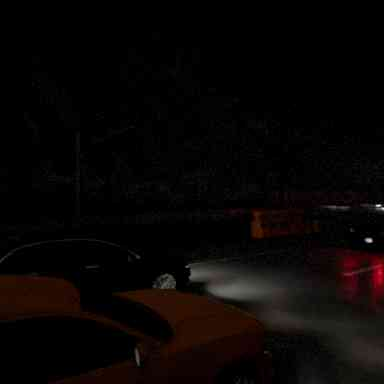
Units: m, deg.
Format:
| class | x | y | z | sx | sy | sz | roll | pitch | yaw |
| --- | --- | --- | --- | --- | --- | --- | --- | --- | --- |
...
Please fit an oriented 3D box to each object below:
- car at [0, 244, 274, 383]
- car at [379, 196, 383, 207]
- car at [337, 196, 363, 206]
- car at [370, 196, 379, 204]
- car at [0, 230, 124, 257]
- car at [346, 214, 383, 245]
| class | x | y | z | sx | sy | sz | roll | pitch | yaw |
| --- | --- | --- | --- | --- | --- | --- | --- | --- | --- |
| car | -1.448 | 1.479 | 2.729 | 5.008 | 1.535 | 1.882 | 0 | 0 | -36 |
| car | 28.300 | 1.504 | 46.100 | 4.181 | 1.385 | 1.994 | 0 | 0 | -36 |
| car | 24.823 | 1.417 | 52.208 | 5.008 | 1.535 | 1.882 | 0 | 0 | -35 |
| car | 33.003 | 1.421 | 58.073 | 4.892 | 1.490 | 1.837 | 0 | 0 | -36 |
| car | -2.262 | 1.509 | 6.452 | 4.892 | 1.490 | 1.837 | 0 | 0 | -36 |
| car | 8.803 | 1.615 | 14.459 | 4.718 | 1.301 | 1.895 | 0 | 0 | -36 |
